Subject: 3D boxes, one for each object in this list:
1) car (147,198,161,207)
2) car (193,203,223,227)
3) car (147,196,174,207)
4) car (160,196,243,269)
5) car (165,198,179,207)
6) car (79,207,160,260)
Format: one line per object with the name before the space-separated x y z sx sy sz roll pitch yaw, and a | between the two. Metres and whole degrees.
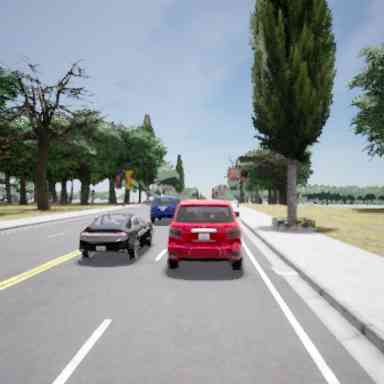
car | -6.744 1.897 59.268 1.812 1.442 4.674 0 -1 4
car | 1.243 1.661 25.397 2.033 1.411 5.357 0 0 4
car | -1.935 1.348 26.618 2.150 2.045 5.566 0 0 4
car | 0.488 1.267 11.443 2.150 2.045 5.566 0 0 4
car | -3.502 1.871 59.090 1.837 1.490 4.892 0 -1 4
car | -2.685 1.546 12.758 2.128 1.511 4.902 0 0 3
